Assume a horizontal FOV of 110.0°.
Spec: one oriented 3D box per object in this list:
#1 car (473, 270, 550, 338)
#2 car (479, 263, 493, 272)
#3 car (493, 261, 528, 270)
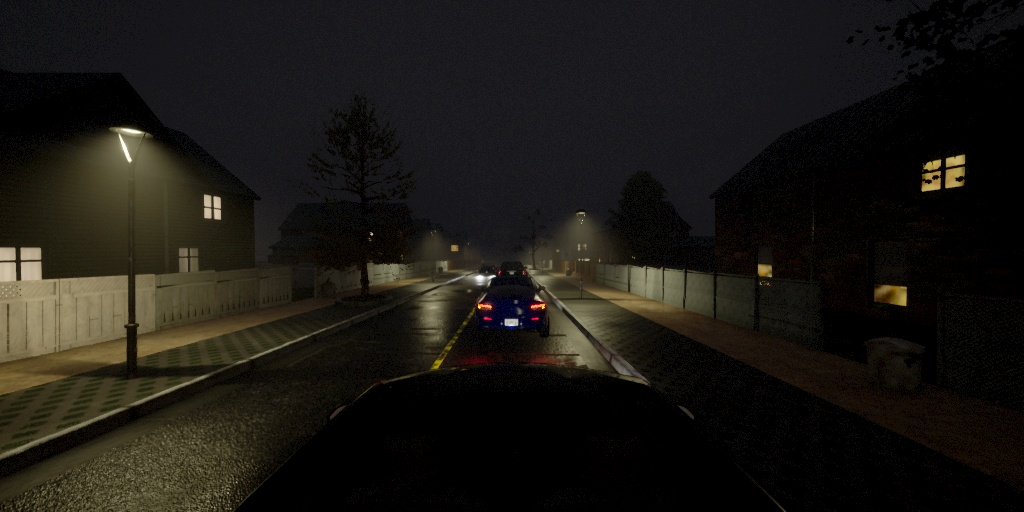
[{"bbox_3d":[-0.015,1.275,10.072,1.812,1.442,4.674,0,0,0],"label":"car"},{"bbox_3d":[-2.728,1.436,41.247,1.895,1.301,4.718,0,0,1],"label":"car"},{"bbox_3d":[0.008,1.122,24.992,2.097,1.767,4.553,0,0,1],"label":"car"}]
